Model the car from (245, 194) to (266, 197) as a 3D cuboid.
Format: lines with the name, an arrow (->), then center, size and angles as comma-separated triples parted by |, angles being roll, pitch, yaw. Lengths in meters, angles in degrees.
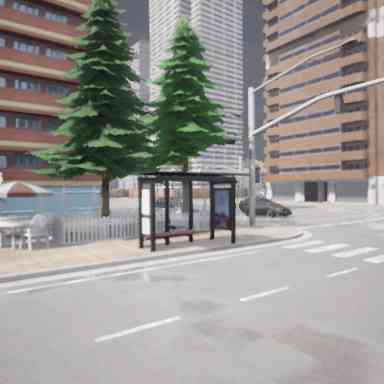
car -> 6.813, 1.280, 32.894 | 1.837, 1.490, 4.892 | -1, 0, -35

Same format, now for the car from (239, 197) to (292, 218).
car -> 6.214, 1.379, 27.693 | 1.994, 1.385, 4.181 | -1, 0, -35
